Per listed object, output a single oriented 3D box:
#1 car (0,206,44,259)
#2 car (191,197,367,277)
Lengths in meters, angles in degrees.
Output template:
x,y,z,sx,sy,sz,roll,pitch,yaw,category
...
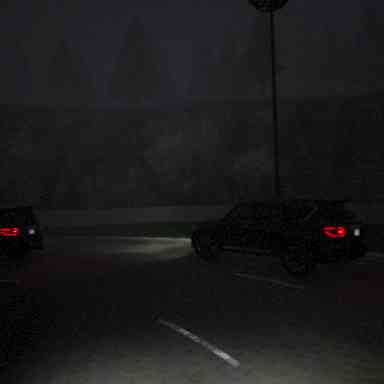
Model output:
x,y,z,sx,sy,sz,roll,pitch,yaw,category
-8.257,1.567,11.955,5.566,2.045,2.150,-2,-1,7,car
2.403,1.209,10.511,2.150,2.045,5.566,-1,-1,-44,car
